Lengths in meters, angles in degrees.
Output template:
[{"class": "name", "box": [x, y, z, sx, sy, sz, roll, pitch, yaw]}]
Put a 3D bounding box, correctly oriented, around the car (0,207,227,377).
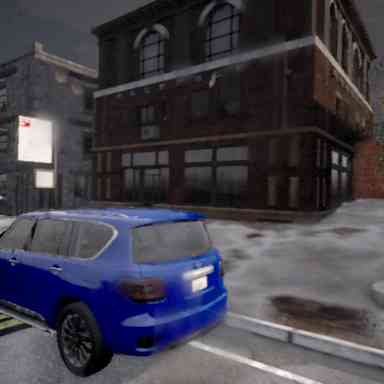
[{"class": "car", "box": [-2.051, 1.290, 5.909, 5.566, 2.045, 2.150, 0, -1, 37]}]
